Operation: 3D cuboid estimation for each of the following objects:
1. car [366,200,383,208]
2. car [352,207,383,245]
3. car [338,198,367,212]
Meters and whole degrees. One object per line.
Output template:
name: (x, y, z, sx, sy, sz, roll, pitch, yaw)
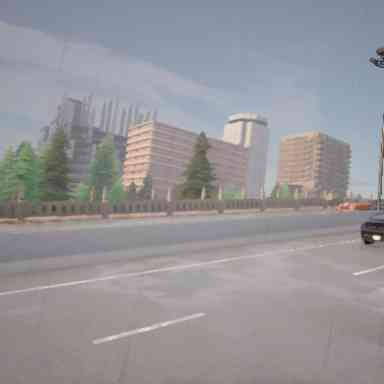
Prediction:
car: (21.363, 1.748, 36.427, 4.181, 1.385, 1.994, 0, 0, -35)
car: (9.365, 1.582, 14.730, 4.892, 1.490, 1.837, 0, 0, -36)
car: (19.193, 1.535, 39.177, 4.553, 1.767, 2.097, 0, 0, -35)
